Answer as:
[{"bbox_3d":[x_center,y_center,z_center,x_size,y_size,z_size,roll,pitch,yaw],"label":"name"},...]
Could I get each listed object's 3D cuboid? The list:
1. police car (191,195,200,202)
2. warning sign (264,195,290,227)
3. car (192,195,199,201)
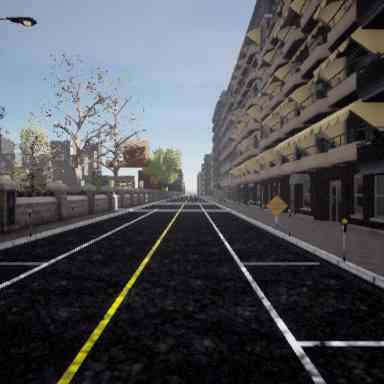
[{"bbox_3d":[0.900,1.584,80.016,1.930,1.638,5.238,0,0,0],"label":"police car"},{"bbox_3d":[5.068,1.123,19.905,1.300,1.860,1.060,0,0,0],"label":"warning sign"},{"bbox_3d":[0.900,1.675,89.905,1.882,1.535,5.008,0,0,0],"label":"car"}]
